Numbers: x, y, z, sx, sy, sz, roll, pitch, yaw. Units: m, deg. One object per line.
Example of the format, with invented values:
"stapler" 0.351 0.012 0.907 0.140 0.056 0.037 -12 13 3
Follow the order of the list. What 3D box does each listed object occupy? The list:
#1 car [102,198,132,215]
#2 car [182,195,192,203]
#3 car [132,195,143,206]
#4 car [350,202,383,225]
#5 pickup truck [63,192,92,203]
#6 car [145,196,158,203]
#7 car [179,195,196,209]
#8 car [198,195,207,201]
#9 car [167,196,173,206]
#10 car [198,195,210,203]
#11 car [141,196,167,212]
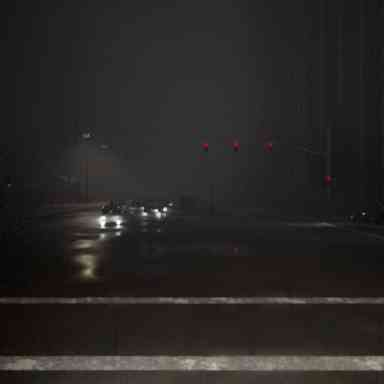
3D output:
"car" -7.690 1.543 33.617 1.895 1.301 4.718 0 0 -1
"car" -1.007 1.359 69.447 1.882 1.535 5.008 0 0 0
"car" -7.871 1.267 49.051 2.097 1.767 4.553 0 0 0
"car" 13.459 1.453 22.787 4.902 1.511 2.128 0 0 2
"pickup truck" -21.057 0.955 60.563 2.390 2.098 6.274 0 0 30
"car" -8.003 1.435 65.901 2.033 1.411 5.357 0 0 -1
"car" -0.623 1.277 43.455 2.097 1.767 4.553 0 0 -1
"car" 2.376 1.318 76.206 2.033 1.411 5.357 0 0 -1
"car" -4.363 1.410 47.830 2.128 1.511 4.902 0 0 -1
"car" 2.500 1.413 65.987 1.812 1.442 4.674 0 0 -1
"car" -4.252 1.461 37.765 1.812 1.442 4.674 0 0 1
